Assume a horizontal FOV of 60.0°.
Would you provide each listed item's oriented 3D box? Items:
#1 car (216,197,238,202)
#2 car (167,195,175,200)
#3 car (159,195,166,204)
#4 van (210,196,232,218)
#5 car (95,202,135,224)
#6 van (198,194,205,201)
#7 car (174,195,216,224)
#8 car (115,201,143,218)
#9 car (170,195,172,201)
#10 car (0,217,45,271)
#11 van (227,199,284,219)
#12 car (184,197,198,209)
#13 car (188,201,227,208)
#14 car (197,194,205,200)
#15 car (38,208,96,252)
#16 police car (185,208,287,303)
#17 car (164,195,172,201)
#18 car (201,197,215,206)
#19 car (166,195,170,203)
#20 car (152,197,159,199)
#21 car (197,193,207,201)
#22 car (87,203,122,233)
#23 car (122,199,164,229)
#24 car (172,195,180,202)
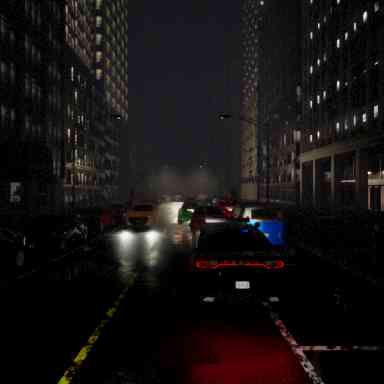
[{"bbox_3d":[2.620,1.309,25.325,2.192,1.841,5.009,-1,0,0],"label":"car"},{"bbox_3d":[-5.922,1.539,93.509,1.947,1.339,4.313,-1,0,0],"label":"car"},{"bbox_3d":[-5.826,1.537,53.723,2.008,1.369,4.403,-1,0,0],"label":"car"},{"bbox_3d":[2.607,1.334,31.009,1.690,1.788,3.998,-1,0,0],"label":"van"},{"bbox_3d":[-5.759,1.545,25.305,2.008,1.369,4.403,-1,0,0],"label":"car"},{"bbox_3d":[2.471,1.317,87.845,1.690,1.788,3.998,-1,0,0],"label":"van"},{"bbox_3d":[0.325,1.346,24.395,2.097,1.767,4.553,0,0,8],"label":"car"},{"bbox_3d":[-5.771,1.575,30.989,1.802,1.307,4.206,-1,0,0],"label":"car"},{"bbox_3d":[-5.868,1.421,70.774,1.967,1.590,4.097,-1,0,0],"label":"car"},{"bbox_3d":[-5.717,1.549,8.254,2.008,1.369,4.403,-1,0,0],"label":"car"},{"bbox_3d":[2.648,1.338,13.958,1.690,1.788,3.998,-1,0,0],"label":"van"},{"bbox_3d":[-0.086,1.514,46.325,1.812,1.442,4.674,0,0,0],"label":"car"},{"bbox_3d":[0.856,1.473,18.300,1.882,1.535,5.008,0,0,0],"label":"car"},{"bbox_3d":[2.458,1.413,93.529,1.967,1.590,4.097,-1,0,0],"label":"car"},{"bbox_3d":[-5.731,1.563,13.938,1.947,1.339,4.313,-1,0,0],"label":"car"},{"bbox_3d":[0.880,1.423,8.410,1.930,1.638,5.238,0,0,0],"label":"police car"},{"bbox_3d":[-5.894,1.503,81.972,1.752,1.417,4.829,-1,0,0],"label":"car"},{"bbox_3d":[2.555,1.537,53.743,2.008,1.369,4.403,-1,0,0],"label":"car"},{"bbox_3d":[-5.853,1.565,65.090,1.802,1.307,4.206,-1,0,0],"label":"car"},{"bbox_3d":[-5.799,1.541,42.356,2.008,1.369,4.403,-1,0,0],"label":"car"},{"bbox_3d":[2.484,1.293,82.162,2.192,1.841,5.009,-1,0,0],"label":"car"},{"bbox_3d":[-5.744,1.540,19.621,1.887,1.381,4.507,-1,0,0],"label":"car"},{"bbox_3d":[-3.152,1.472,21.987,1.882,1.535,5.008,0,0,0],"label":"car"},{"bbox_3d":[-3.174,1.472,72.884,2.128,1.511,4.902,0,0,0],"label":"car"}]
